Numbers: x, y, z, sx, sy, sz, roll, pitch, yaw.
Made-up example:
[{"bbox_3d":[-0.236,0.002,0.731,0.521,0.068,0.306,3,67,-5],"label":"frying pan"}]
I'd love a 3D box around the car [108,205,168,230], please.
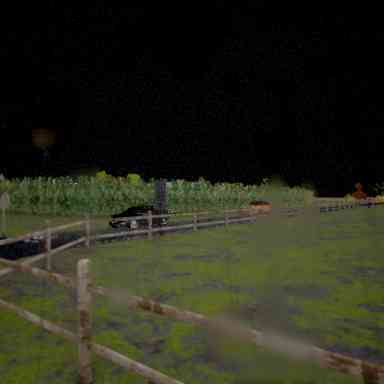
[{"bbox_3d":[-3.682,1.735,23.404,1.837,1.490,4.892,-1,-1,36],"label":"car"}]

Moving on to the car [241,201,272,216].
[{"bbox_3d":[7.581,1.813,38.936,2.097,1.767,4.553,-1,-1,36],"label":"car"}]
